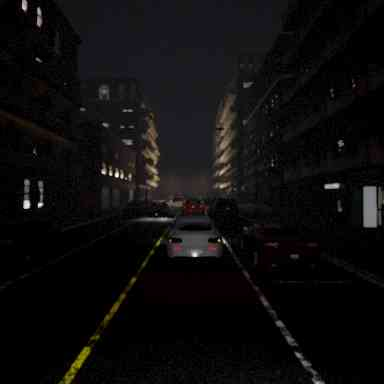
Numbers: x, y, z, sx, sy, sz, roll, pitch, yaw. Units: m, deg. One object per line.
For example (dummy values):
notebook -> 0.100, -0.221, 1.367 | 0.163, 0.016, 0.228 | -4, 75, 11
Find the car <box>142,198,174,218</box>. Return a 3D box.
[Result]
car -> -3.101, 1.606, 31.606 | 2.033, 1.411, 5.357 | 0, 0, 0

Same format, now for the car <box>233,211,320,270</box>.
car -> 2.701, 1.565, 10.977 | 1.887, 1.381, 4.507 | 1, 0, 0

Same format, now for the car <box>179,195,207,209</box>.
car -> 0.097, 1.414, 33.270 | 2.097, 1.767, 4.553 | 0, 0, 0

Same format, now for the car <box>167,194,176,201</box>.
car -> -5.676, 1.497, 94.584 | 2.192, 1.841, 5.009 | 1, 0, 0

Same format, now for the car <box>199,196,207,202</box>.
car -> 2.700, 1.742, 83.402 | 1.802, 1.307, 4.206 | 1, 0, 0

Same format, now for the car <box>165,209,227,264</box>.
car -> 0.085, 1.547, 11.850 | 1.812, 1.442, 4.674 | 0, 0, 0

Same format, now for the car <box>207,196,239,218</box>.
car -> 2.704, 1.367, 27.691 | 2.192, 1.841, 5.009 | 1, 0, 0

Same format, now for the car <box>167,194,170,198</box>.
car -> -5.680, 1.737, 89.013 | 1.947, 1.339, 4.313 | 1, 0, 0

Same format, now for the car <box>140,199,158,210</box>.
car -> -5.680, 1.666, 44.443 | 1.802, 1.307, 4.206 | 1, 0, 0

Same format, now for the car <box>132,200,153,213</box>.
car -> -5.680, 1.655, 38.872 | 1.802, 1.307, 4.206 | 1, 0, 0

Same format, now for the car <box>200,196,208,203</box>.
car -> 2.701, 1.675, 78.000 | 1.752, 1.417, 4.829 | 1, 0, 0

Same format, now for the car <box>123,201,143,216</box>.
car -> -5.680, 1.607, 33.302 | 1.887, 1.381, 4.507 | 1, 0, 0

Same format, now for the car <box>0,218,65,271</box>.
car -> -5.680, 1.586, 11.016 | 1.947, 1.339, 4.313 | 1, 0, 0

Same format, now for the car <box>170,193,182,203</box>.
car -> -3.000, 1.329, 72.168 | 2.150, 2.045, 5.566 | 0, 0, 0

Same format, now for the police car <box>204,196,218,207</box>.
police car -> 2.998, 1.528, 53.850 | 1.930, 1.638, 5.238 | 0, 0, 0
